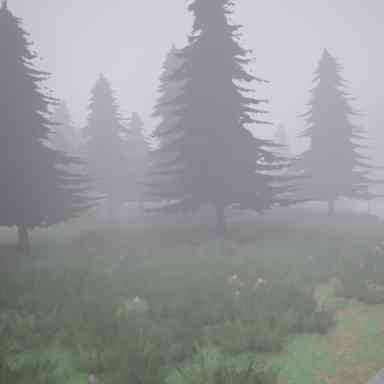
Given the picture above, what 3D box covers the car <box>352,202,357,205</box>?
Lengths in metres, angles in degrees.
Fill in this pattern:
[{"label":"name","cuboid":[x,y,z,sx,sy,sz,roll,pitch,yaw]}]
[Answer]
[{"label":"car","cuboid":[21.818,0.859,49.477,2.150,2.045,5.566,-4,4,-19]}]
